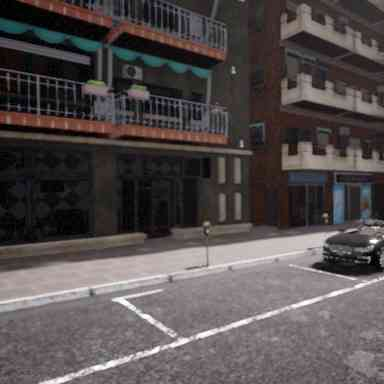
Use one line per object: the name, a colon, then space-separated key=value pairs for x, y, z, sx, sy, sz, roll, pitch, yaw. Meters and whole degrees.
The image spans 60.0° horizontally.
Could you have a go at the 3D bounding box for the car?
car: x=6.061 y=1.545 z=10.885 sx=4.403 sy=1.369 sz=2.008 roll=0 pitch=-1 yaw=-35
